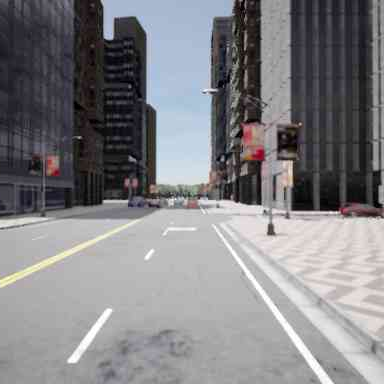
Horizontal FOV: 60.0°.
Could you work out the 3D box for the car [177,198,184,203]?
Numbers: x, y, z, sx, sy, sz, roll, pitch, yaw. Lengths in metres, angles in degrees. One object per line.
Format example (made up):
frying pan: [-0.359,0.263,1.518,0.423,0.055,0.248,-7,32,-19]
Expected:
car: [-3.226,2.467,93.539,1.895,1.301,4.718,0,0,0]

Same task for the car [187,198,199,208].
car: [0.113,1.946,60.389,2.097,1.767,4.553,0,0,0]

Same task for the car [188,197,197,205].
car: [0.020,2.102,78.526,2.097,1.767,4.553,0,0,0]

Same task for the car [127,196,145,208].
car: [-9.784,1.797,58.298,2.150,2.045,5.566,0,0,1]

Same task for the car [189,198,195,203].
car: [0.024,2.396,93.526,1.812,1.442,4.674,0,0,0]

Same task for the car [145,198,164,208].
car: [-6.540,2.054,58.350,1.882,1.535,5.008,0,0,0]

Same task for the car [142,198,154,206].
car: [-9.731,2.188,74.153,1.882,1.535,5.008,0,0,0]

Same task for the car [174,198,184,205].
car: [-3.230,2.342,78.585,1.895,1.301,4.718,0,0,0]

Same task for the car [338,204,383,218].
car: [16.671,1.867,32.330,4.674,1.442,1.812,0,-1,0]

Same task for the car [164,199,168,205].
car: [-6.481,2.262,74.169,1.994,1.385,4.181,0,0,0]
